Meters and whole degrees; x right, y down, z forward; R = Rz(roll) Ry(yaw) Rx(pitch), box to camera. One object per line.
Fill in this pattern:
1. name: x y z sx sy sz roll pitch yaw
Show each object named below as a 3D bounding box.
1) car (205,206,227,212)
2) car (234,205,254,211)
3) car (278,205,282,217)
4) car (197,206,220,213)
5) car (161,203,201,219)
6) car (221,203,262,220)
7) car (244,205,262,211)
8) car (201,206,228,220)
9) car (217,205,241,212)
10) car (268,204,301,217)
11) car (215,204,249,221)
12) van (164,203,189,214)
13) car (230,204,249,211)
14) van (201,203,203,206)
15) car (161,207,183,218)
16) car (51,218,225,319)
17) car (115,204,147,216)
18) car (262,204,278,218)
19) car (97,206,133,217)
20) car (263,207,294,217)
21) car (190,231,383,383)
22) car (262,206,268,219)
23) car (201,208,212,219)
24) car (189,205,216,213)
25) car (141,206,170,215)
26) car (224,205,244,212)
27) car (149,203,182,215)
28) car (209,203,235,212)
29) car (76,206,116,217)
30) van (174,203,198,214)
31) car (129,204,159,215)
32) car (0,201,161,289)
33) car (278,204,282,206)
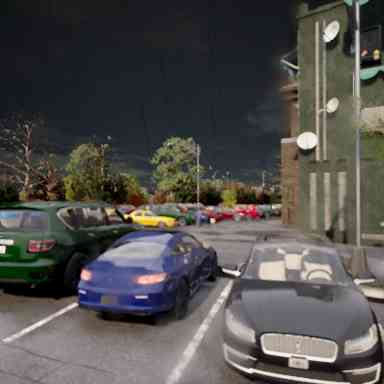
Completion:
1. car: 5.443 3.861 75.574 4.792 1.488 2.163 0 -2 15
2. car: 13.776 4.285 87.842 5.008 1.535 2.097 0 -2 14
3. car: 11.356 3.272 52.243 4.792 1.488 2.163 1 -1 15
4. car: 3.694 3.771 73.135 4.792 1.488 2.163 0 -2 15
5. car: -2.337 2.253 32.481 5.566 2.045 2.435 1 -2 15
6. car: 6.227 2.719 44.837 5.566 2.045 2.435 1 -1 15
7. car: 16.994 4.497 92.797 4.792 1.488 2.163 0 -2 13
8. car: 1.091 2.698 37.424 5.008 1.535 2.097 1 -1 15
9. car: 8.965 4.009 80.434 5.366 1.575 1.946 0 -2 14
10. car: 16.552 3.266 59.649 5.566 2.045 2.435 1 -1 15
11. car: 4.507 2.754 42.380 4.553 1.767 2.185 1 -1 15
12. van: -2.930 3.153 63.323 4.442 1.987 1.878 0 -2 15
13. car: 12.149 4.069 85.380 4.553 1.767 2.185 0 -2 14
14. van: 0.454 3.334 68.221 4.442 1.987 1.878 0 -2 15
15. car: -3.922 2.398 29.952 5.366 1.575 1.946 1 -2 15
16. car: -0.680 1.551 7.424 2.002 1.452 4.674 0 -1 15
17. car: -9.848 2.892 53.574 4.553 1.767 2.185 0 -2 15
18. car: 9.653 2.901 49.776 5.566 2.045 2.435 1 -1 15
19. car: -11.723 2.943 50.769 4.792 1.488 2.163 0 -2 15
20. car: 14.810 3.425 57.175 5.008 1.535 2.097 1 -1 15
21. car: 1.731 1.497 5.711 2.231 1.521 4.892 0 -1 16
22. car: 7.934 3.091 47.303 4.792 1.488 2.163 1 -1 15
23. car: -0.645 2.643 34.946 4.674 1.452 2.002 1 -1 15
24. car: 2.213 3.647 70.639 5.366 1.575 1.946 0 -2 15
25. car: -6.432 3.238 58.451 4.674 1.452 2.002 0 -2 15
26. car: 10.462 4.105 82.924 4.892 1.521 2.231 0 -2 14
27. car: -4.765 3.037 60.910 5.566 2.045 2.435 0 -2 15
28. car: 7.076 3.671 78.039 5.566 2.045 2.435 0 -2 15
29. car: -13.864 2.809 48.029 5.366 1.575 1.946 0 -2 15
30. van: -1.239 3.243 65.771 4.442 1.987 1.878 0 -2 15
31. car: -8.095 2.981 55.996 4.553 1.767 2.185 0 -2 15
32. car: -3.089 1.274 9.173 2.435 2.045 5.566 0 -1 16
33. car: 13.132 3.084 54.712 5.566 2.045 2.435 1 -1 15
